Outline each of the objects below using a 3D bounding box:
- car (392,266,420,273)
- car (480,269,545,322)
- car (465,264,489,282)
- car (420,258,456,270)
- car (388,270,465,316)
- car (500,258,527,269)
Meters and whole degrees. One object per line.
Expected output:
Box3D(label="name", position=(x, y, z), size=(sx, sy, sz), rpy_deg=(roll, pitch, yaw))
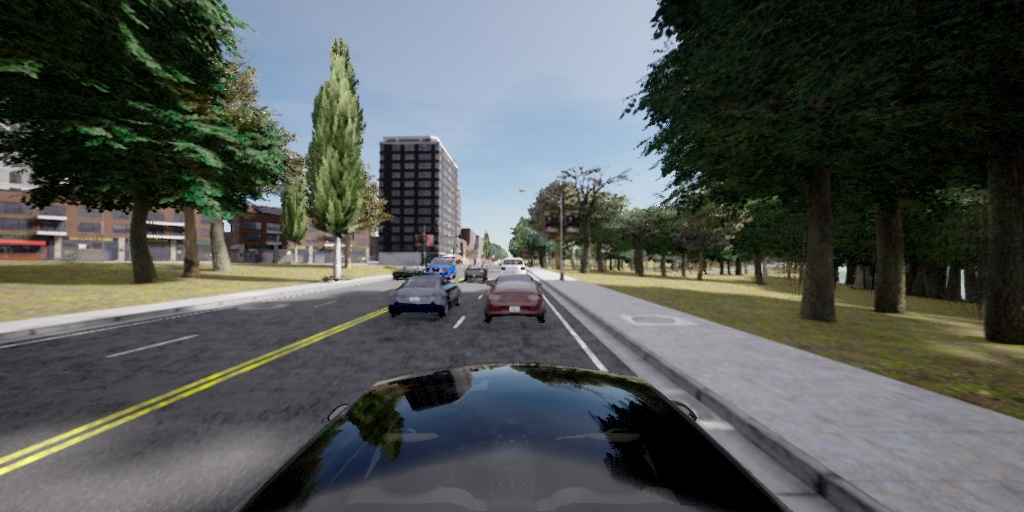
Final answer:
Box3D(label="car", position=(-9.849, 1.602, 34.166), size=(1.895, 1.301, 4.718), rpy_deg=(0, -1, 0))
Box3D(label="car", position=(0.085, 1.341, 12.419), size=(1.812, 1.442, 4.674), rpy_deg=(0, 0, 0))
Box3D(label="car", position=(-3.157, 1.476, 32.502), size=(2.128, 1.511, 4.902), rpy_deg=(0, -1, 0))
Box3D(label="car", position=(-6.599, 1.218, 33.709), size=(2.150, 2.045, 5.566), rpy_deg=(0, -1, 0))
Box3D(label="car", position=(-3.165, 1.389, 13.681), size=(1.994, 1.385, 4.181), rpy_deg=(0, 0, 0))
Box3D(label="car", position=(0.094, 1.197, 31.524), size=(2.150, 2.045, 5.566), rpy_deg=(0, 0, 0))
